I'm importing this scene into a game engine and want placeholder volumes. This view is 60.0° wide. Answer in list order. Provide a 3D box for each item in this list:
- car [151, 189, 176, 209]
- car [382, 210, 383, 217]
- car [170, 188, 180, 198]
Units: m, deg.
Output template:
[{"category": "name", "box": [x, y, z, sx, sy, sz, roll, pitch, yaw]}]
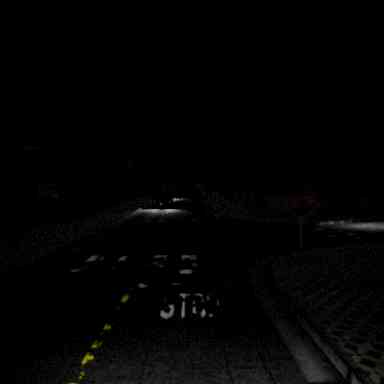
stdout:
[{"category": "car", "box": [-2.934, 0.822, 33.687, 1.837, 1.490, 4.892, 0, 2, 0]}, {"category": "car", "box": [15.766, 1.517, 23.931, 4.718, 1.301, 1.895, 0, 0, -32]}, {"category": "car", "box": [-2.950, 0.179, 51.160, 1.812, 1.442, 4.674, 0, 2, 0]}]
